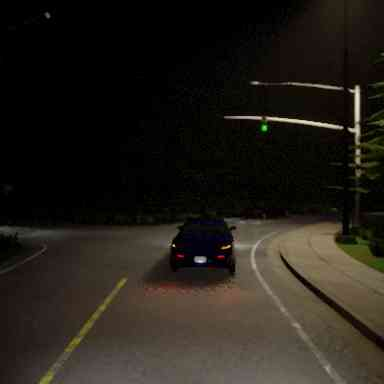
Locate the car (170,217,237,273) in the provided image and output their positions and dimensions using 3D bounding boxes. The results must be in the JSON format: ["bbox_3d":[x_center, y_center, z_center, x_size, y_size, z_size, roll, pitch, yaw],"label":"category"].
[{"bbox_3d":[0.446,1.534,10.677,1.812,1.442,4.674,0,0,6],"label":"car"}]

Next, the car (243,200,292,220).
[{"bbox_3d":[6.596,1.500,28.928,5.008,1.535,1.882,-1,0,-38],"label":"car"}]
